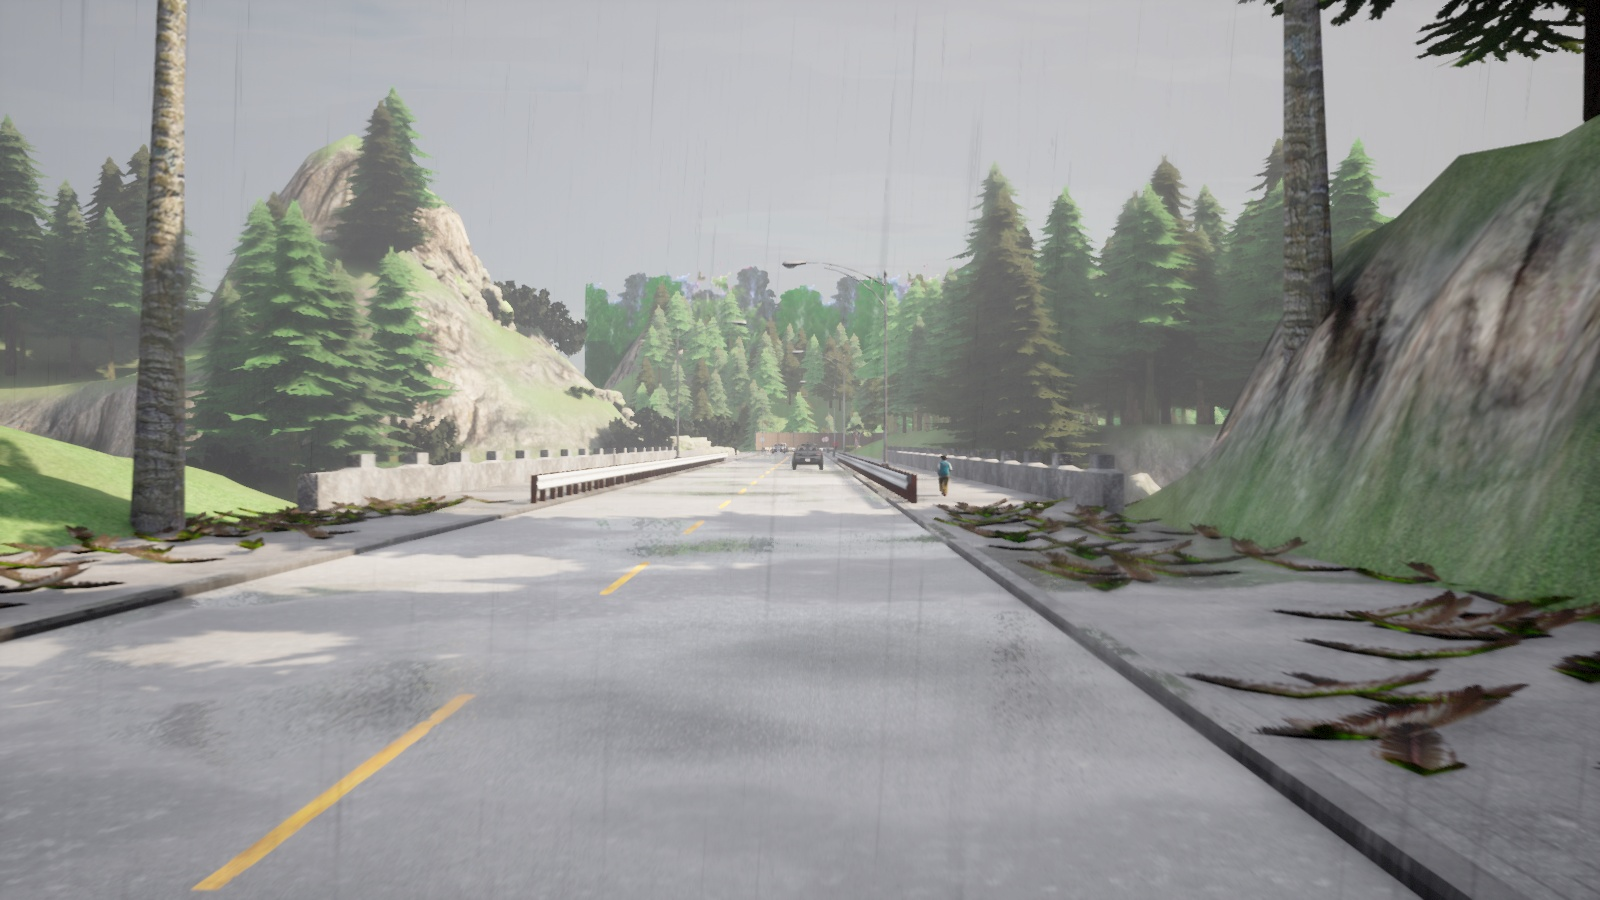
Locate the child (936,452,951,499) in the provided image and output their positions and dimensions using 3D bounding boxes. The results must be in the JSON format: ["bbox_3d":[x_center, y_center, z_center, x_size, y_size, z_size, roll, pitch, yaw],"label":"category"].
[{"bbox_3d":[3.733,0.656,32.600,0.343,1.192,0.448,0,0,2],"label":"child"}]

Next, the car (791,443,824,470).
[{"bbox_3d":[0.442,0.355,71.984,1.816,1.474,4.193,0,0,0],"label":"car"}]
